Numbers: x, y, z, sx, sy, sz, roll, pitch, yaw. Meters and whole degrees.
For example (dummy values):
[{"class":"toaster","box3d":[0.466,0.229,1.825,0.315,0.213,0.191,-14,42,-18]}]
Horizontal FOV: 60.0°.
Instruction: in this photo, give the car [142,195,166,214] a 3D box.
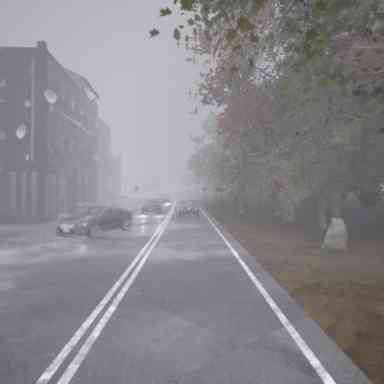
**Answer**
[{"class":"car","box3d":[-3.824,1.323,32.535,1.837,1.490,4.892,0,1,-1]}]

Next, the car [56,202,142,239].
[{"class":"car","box3d":[-4.827,1.434,17.180,2.128,1.511,4.902,0,0,19]}]

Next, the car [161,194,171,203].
[{"class":"car","box3d":[-4.462,1.047,54.086,1.994,1.385,4.181,0,1,-2]}]

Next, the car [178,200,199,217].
[{"class":"car","box3d":[-0.307,1.394,29.932,2.033,1.411,5.357,0,1,-1]}]
